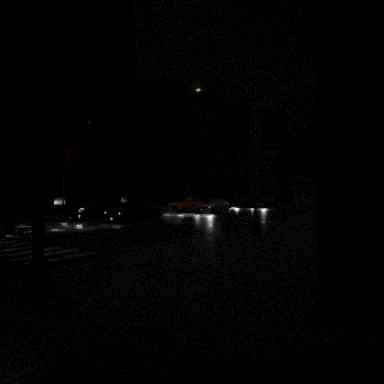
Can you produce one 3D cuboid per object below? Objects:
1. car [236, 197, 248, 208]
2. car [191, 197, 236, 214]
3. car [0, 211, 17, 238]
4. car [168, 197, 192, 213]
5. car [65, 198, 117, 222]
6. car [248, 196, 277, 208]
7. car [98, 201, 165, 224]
[{"bbox_3d":[6.398,1.390,45.088,1.994,1.385,4.181,0,0,35],"label":"car"},{"bbox_3d":[2.240,1.397,33.631,1.812,1.442,4.674,0,0,35],"label":"car"},{"bbox_3d":[-10.732,1.460,15.308,2.128,1.511,4.902,0,0,35],"label":"car"},{"bbox_3d":[-0.550,1.354,35.318,1.882,1.535,5.008,0,0,35],"label":"car"},{"bbox_3d":[-7.414,1.279,25.623,2.097,1.767,4.553,0,0,35],"label":"car"},{"bbox_3d":[9.619,1.320,43.999,1.837,1.490,4.892,0,1,36],"label":"car"},{"bbox_3d":[-4.210,1.519,24.523,1.895,1.301,4.718,0,0,35],"label":"car"}]
